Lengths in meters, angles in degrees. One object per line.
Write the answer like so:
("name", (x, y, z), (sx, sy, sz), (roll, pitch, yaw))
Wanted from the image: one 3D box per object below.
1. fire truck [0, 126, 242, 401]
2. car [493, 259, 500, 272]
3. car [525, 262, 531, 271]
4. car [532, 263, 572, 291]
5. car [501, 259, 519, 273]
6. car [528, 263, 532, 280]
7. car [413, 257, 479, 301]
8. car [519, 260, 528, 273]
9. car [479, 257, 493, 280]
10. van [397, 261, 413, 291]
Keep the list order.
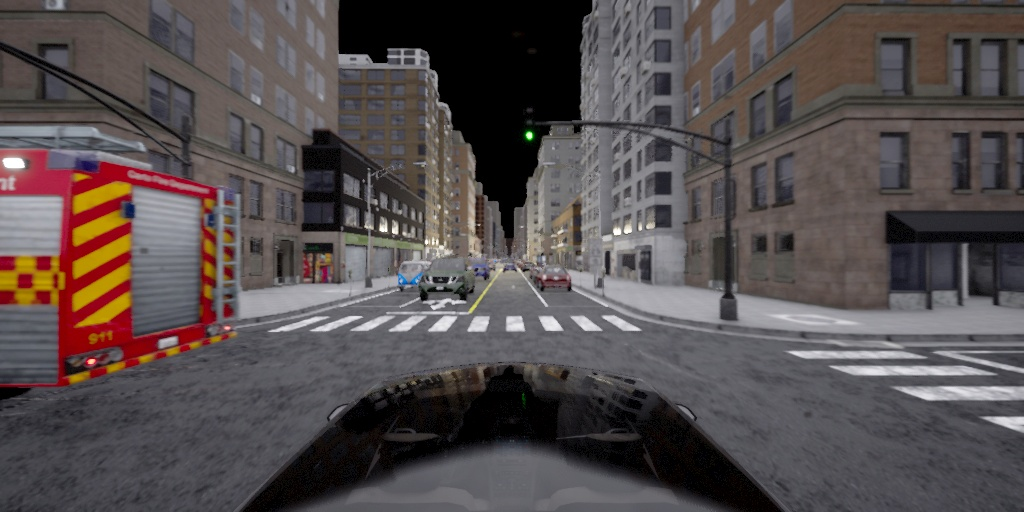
("fire truck", (-9.601, 0.102, 5.771), (8.468, 3.827, 2.891), (0, 0, -1))
("car", (-3.296, 1.597, 53.158), (2.033, 1.411, 5.357), (0, 0, 0))
("car", (2.496, 1.519, 33.792), (1.802, 1.307, 4.207), (0, 0, 0))
("car", (2.566, 1.313, 22.742), (1.967, 1.591, 4.097), (0, 0, 0))
("car", (-0.271, 1.554, 49.491), (1.812, 1.442, 4.674), (0, 0, 0))
("car", (2.531, 1.471, 28.267), (1.948, 1.339, 4.313), (0, 0, 0))
("car", (-3.165, 1.070, 18.492), (2.150, 2.045, 5.566), (0, 0, 0))
("car", (2.391, 1.599, 50.367), (1.948, 1.339, 4.313), (0, 0, 0))
("car", (-3.260, 1.156, 33.659), (2.150, 2.045, 5.566), (0, 0, 0))
("van", (-5.959, 1.214, 22.683), (1.690, 1.789, 3.998), (0, 0, 0))
